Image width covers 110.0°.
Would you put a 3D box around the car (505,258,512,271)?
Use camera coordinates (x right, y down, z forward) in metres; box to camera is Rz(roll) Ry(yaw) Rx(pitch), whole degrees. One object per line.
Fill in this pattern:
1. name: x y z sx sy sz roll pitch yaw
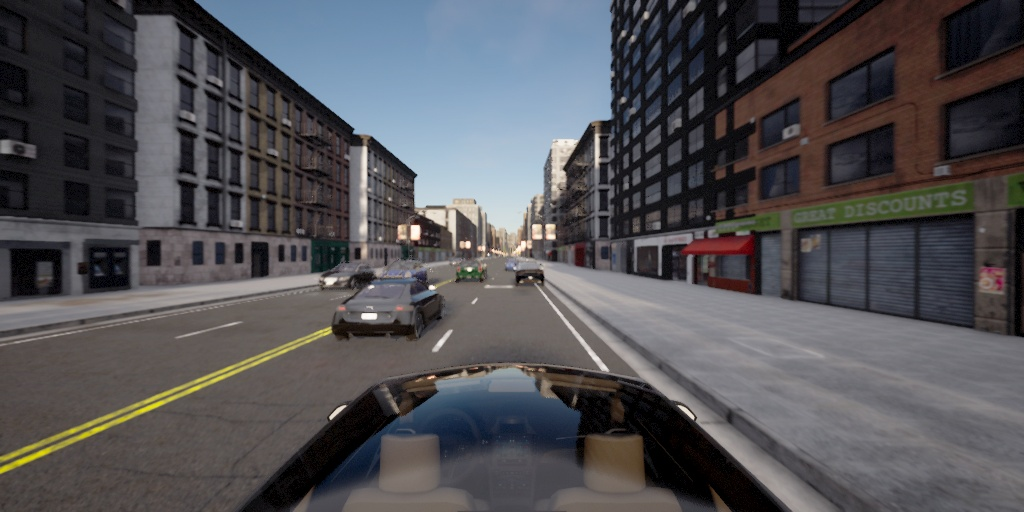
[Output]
1. car: 0.037 1.167 46.913 2.033 1.411 5.357 0 0 0

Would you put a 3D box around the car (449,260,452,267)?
1. car: -9.763 1.065 62.899 2.128 1.511 4.902 0 0 0

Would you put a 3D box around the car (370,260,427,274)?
1. car: -6.594 1.051 21.932 2.097 1.767 4.553 0 0 0

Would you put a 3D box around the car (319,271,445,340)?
1. car: -3.149 1.296 9.915 1.994 1.385 4.181 0 0 0

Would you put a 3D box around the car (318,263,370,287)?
1. car: -9.843 1.192 21.847 2.128 1.511 4.902 0 0 0

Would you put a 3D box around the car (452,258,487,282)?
1. car: -3.144 1.031 28.545 2.097 1.767 4.553 0 0 0

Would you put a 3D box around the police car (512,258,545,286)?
1. police car: 1.142 1.116 24.613 1.930 1.638 5.238 0 0 0
